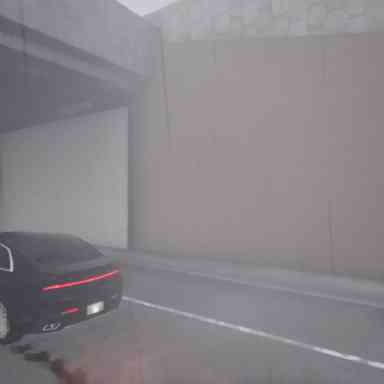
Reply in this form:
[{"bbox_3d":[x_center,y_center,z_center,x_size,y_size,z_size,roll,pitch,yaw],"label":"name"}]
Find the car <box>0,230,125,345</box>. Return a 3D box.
[{"bbox_3d":[-3.430,1.509,6.439,4.892,1.490,1.837,0,0,36],"label":"car"}]
